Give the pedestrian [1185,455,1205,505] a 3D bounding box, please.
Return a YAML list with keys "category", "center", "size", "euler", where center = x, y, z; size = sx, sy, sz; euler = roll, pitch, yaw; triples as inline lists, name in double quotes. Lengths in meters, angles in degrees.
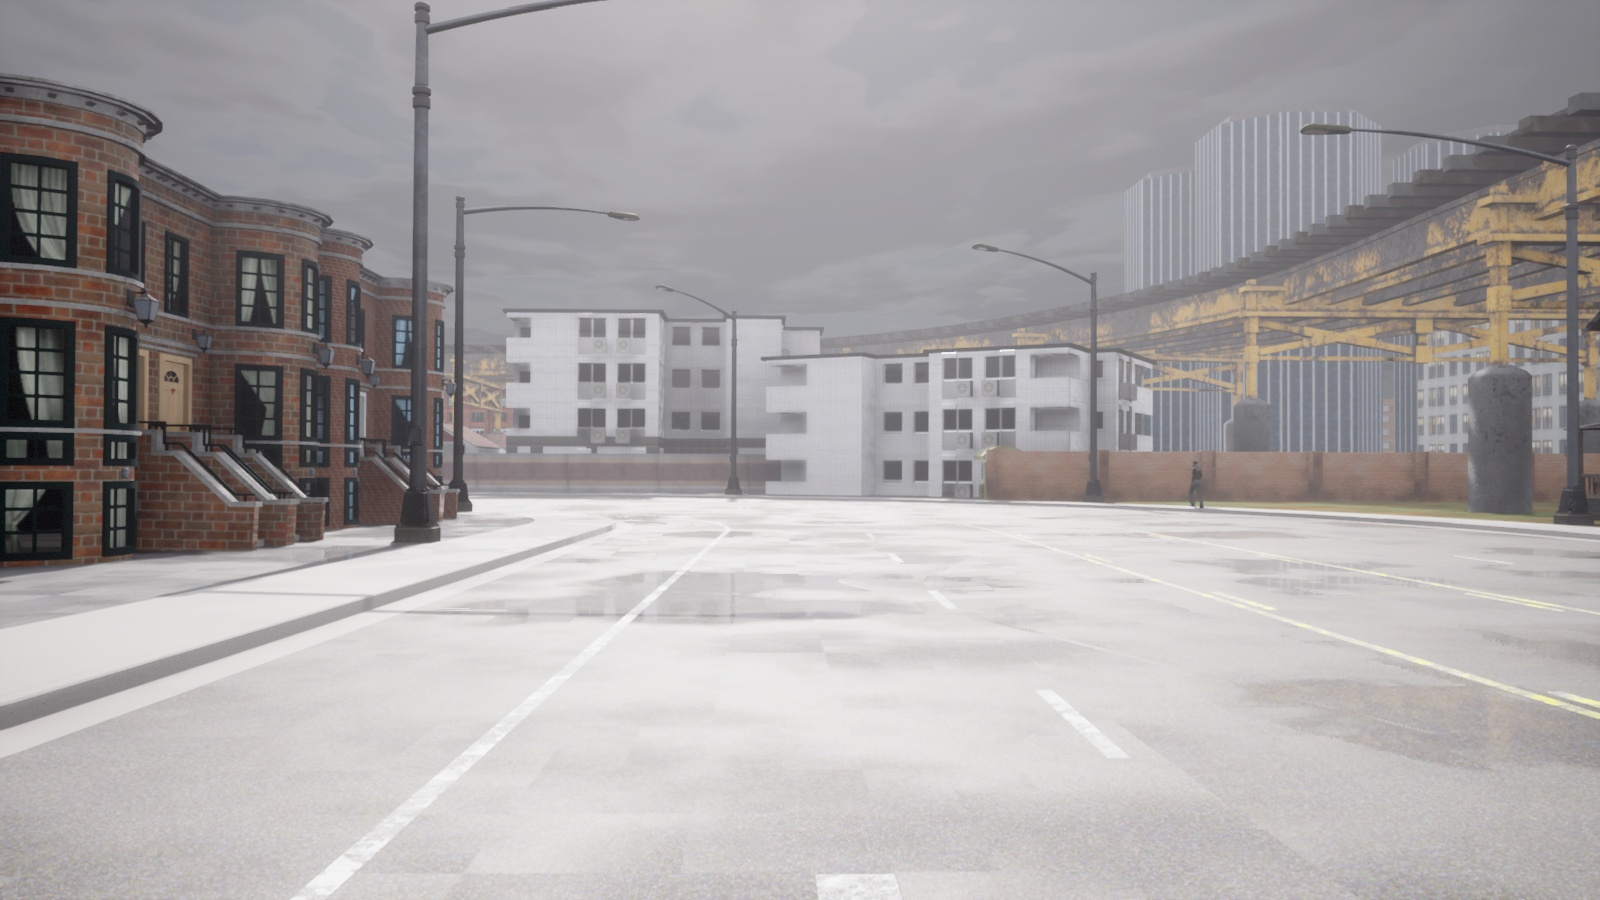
- category: "pedestrian"
  center: [15.274, 1.169, 48.556]
  size: [0.402, 1.930, 0.666]
  euler: [0, -1, -17]
